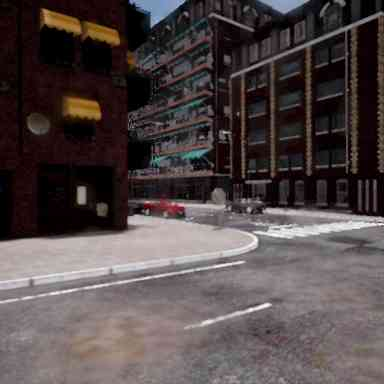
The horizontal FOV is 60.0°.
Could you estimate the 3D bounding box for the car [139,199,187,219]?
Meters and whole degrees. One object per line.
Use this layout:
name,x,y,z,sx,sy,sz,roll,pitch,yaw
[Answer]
car,-2.171,1.305,26.643,1.887,1.381,4.507,0,1,-36

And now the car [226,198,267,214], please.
car,4.984,1.253,31.129,2.008,1.369,4.403,0,1,-36

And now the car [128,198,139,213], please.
car,-5.511,1.248,31.219,1.947,1.339,4.313,0,1,-36
